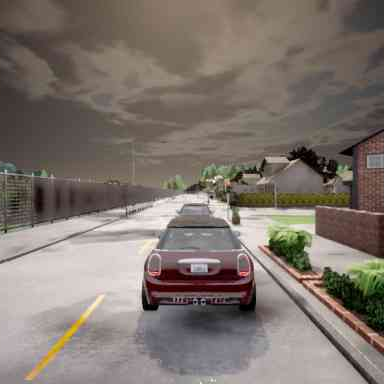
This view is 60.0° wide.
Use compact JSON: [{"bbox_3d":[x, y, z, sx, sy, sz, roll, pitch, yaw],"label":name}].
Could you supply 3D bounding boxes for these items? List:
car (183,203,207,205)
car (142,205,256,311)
[{"bbox_3d":[0.171,1.352,17.631,2.097,1.767,4.553,0,0,0],"label":"car"},{"bbox_3d":[0.129,1.352,7.934,2.097,1.767,4.553,0,0,0],"label":"car"}]
